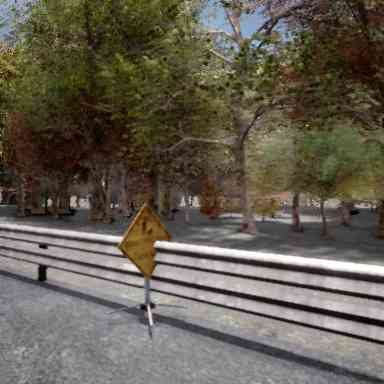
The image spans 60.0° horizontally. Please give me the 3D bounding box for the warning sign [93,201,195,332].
[{"bbox_3d":[-0.789,1.120,5.702,1.060,1.860,1.300,-2,0,36],"label":"warning sign"}]
